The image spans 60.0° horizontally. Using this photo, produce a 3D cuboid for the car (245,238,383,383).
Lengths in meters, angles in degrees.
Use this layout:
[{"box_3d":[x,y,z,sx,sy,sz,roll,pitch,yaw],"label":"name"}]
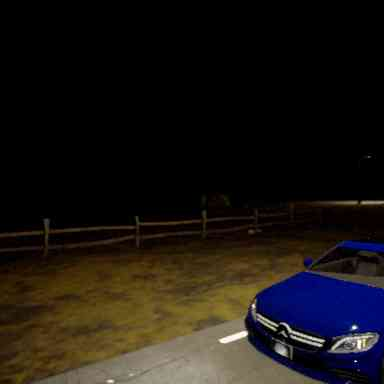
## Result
[{"box_3d":[2.903,1.498,5.123,4.674,1.442,1.812,0,0,-36],"label":"car"}]
